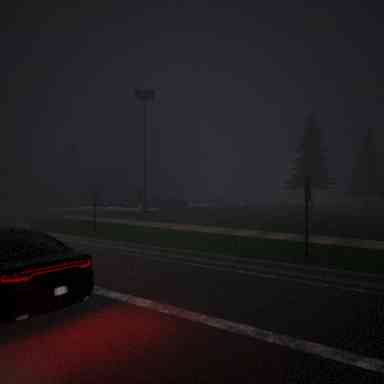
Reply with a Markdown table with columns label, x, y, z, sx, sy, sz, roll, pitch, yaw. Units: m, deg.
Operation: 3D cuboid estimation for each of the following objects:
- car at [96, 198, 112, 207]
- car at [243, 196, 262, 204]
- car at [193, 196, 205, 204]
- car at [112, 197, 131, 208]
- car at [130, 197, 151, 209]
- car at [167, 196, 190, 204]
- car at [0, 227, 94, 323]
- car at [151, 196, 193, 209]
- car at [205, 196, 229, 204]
| label | x | y | z | sx | sy | sz | roll | pitch | yaw |
| --- | --- | --- | --- | --- | --- | --- | --- | --- | --- |
| car | -12.006 | 1.569 | 49.669 | 1.895 | 1.301 | 4.718 | 0 | 0 | 35 |
| car | 12.077 | 1.524 | 65.590 | 2.033 | 1.411 | 5.357 | 0 | 0 | 35 |
| car | 1.681 | 1.518 | 63.018 | 2.033 | 1.411 | 5.357 | 0 | 0 | 36 |
| car | -8.715 | 1.476 | 48.267 | 1.837 | 1.490 | 4.892 | 0 | 0 | 35 |
| car | -5.918 | 1.500 | 46.163 | 1.812 | 1.442 | 4.674 | 0 | 0 | 35 |
| car | -2.471 | 1.493 | 63.204 | 1.812 | 1.442 | 4.674 | 0 | 0 | 35 |
| car | -4.162 | 1.472 | 6.934 | 5.008 | 1.535 | 1.882 | 0 | 0 | 36 |
| car | -2.621 | 1.524 | 44.772 | 2.033 | 1.411 | 5.357 | 0 | 0 | 35 |
| car | 4.939 | 1.451 | 61.578 | 1.882 | 1.535 | 5.008 | 0 | 0 | 36 |
